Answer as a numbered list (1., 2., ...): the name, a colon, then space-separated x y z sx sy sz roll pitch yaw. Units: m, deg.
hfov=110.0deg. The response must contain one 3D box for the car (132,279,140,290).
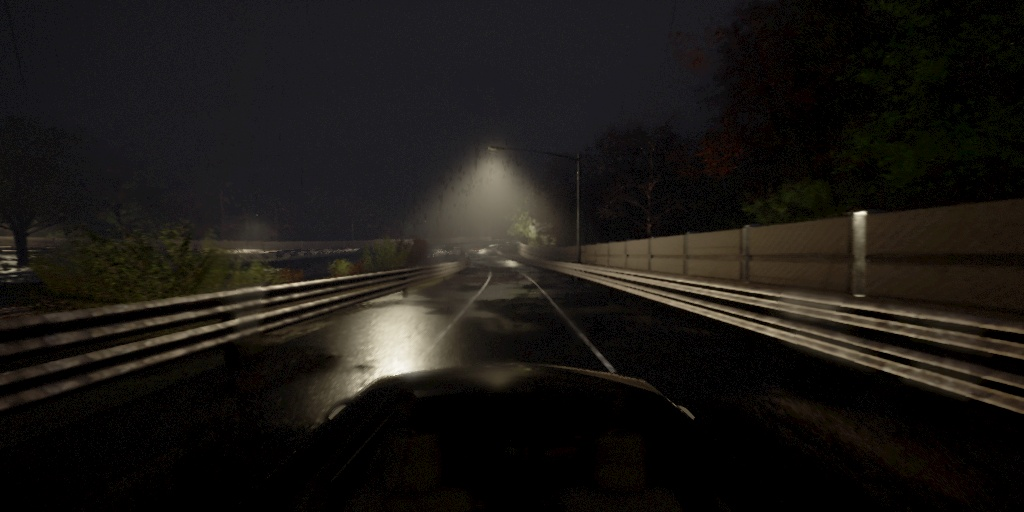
1. car: -40.956 3.274 41.801 1.837 1.490 4.892 1 4 15

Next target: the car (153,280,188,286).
1. car: -37.547 3.423 41.026 1.895 1.301 4.718 1 4 15

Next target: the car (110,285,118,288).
1. car: -44.357 3.242 42.644 2.033 1.411 5.357 1 4 15
